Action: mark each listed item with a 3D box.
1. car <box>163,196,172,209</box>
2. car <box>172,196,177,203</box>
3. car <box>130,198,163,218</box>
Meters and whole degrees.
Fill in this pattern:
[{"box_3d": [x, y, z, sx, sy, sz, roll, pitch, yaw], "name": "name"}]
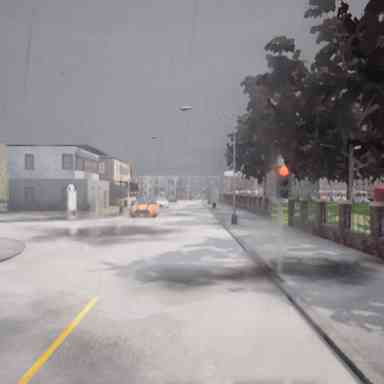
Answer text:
[{"box_3d": [-4.070, 1.497, 44.553, 1.812, 1.442, 4.674, 0, 0, 0], "name": "car"}, {"box_3d": [-3.985, 1.505, 67.354, 2.033, 1.411, 5.357, 0, 0, 0], "name": "car"}, {"box_3d": [-4.085, 1.333, 29.403, 2.097, 1.767, 4.553, 0, 0, 0], "name": "car"}]
